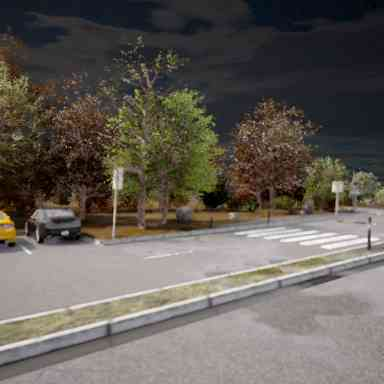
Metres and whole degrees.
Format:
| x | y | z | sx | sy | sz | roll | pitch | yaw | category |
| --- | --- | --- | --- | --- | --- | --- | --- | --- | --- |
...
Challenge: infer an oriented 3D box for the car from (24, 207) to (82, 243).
| x | y | z | sx | sy | sz | roll | pitch | yaw | category |
| --- | --- | --- | --- | --- | --- | --- | --- | --- | --- |
| -6.870 | 1.501 | 16.313 | 2.231 | 1.521 | 4.892 | -1 | 1 | -35 | car |

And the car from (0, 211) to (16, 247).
| x | y | z | sx | sy | sz | roll | pitch | yaw | category |
| --- | --- | --- | --- | --- | --- | --- | --- | --- | --- |
| -9.116 | 1.536 | 14.717 | 2.097 | 1.535 | 5.008 | -1 | 0 | -35 | car |
